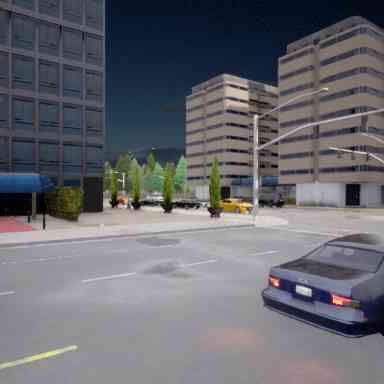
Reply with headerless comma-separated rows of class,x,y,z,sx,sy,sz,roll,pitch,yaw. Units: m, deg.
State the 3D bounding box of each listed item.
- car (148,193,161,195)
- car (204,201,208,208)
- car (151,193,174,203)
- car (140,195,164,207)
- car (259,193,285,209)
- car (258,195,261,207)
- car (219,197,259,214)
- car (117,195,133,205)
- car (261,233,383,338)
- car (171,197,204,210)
car,-5.783,1.221,56.788,2.150,2.045,5.566,0,0,-34
car,0.282,1.491,48.105,2.128,1.511,4.902,0,0,-35
car,-6.254,1.222,69.912,2.150,2.045,5.566,0,0,-35
car,-6.138,1.601,51.174,1.895,1.301,4.718,0,0,-35
car,10.301,1.221,46.307,2.150,2.045,5.566,0,0,-35
car,5.594,1.505,40.521,1.837,1.490,4.892,0,0,-35
car,4.495,1.478,35.987,1.882,1.535,5.008,0,0,-35
car,-11.976,1.352,59.577,2.097,1.767,4.553,0,0,-35
car,3.750,1.547,6.496,5.357,1.411,2.033,0,0,-35
car,-0.865,1.601,43.641,1.895,1.301,4.718,0,0,-35
